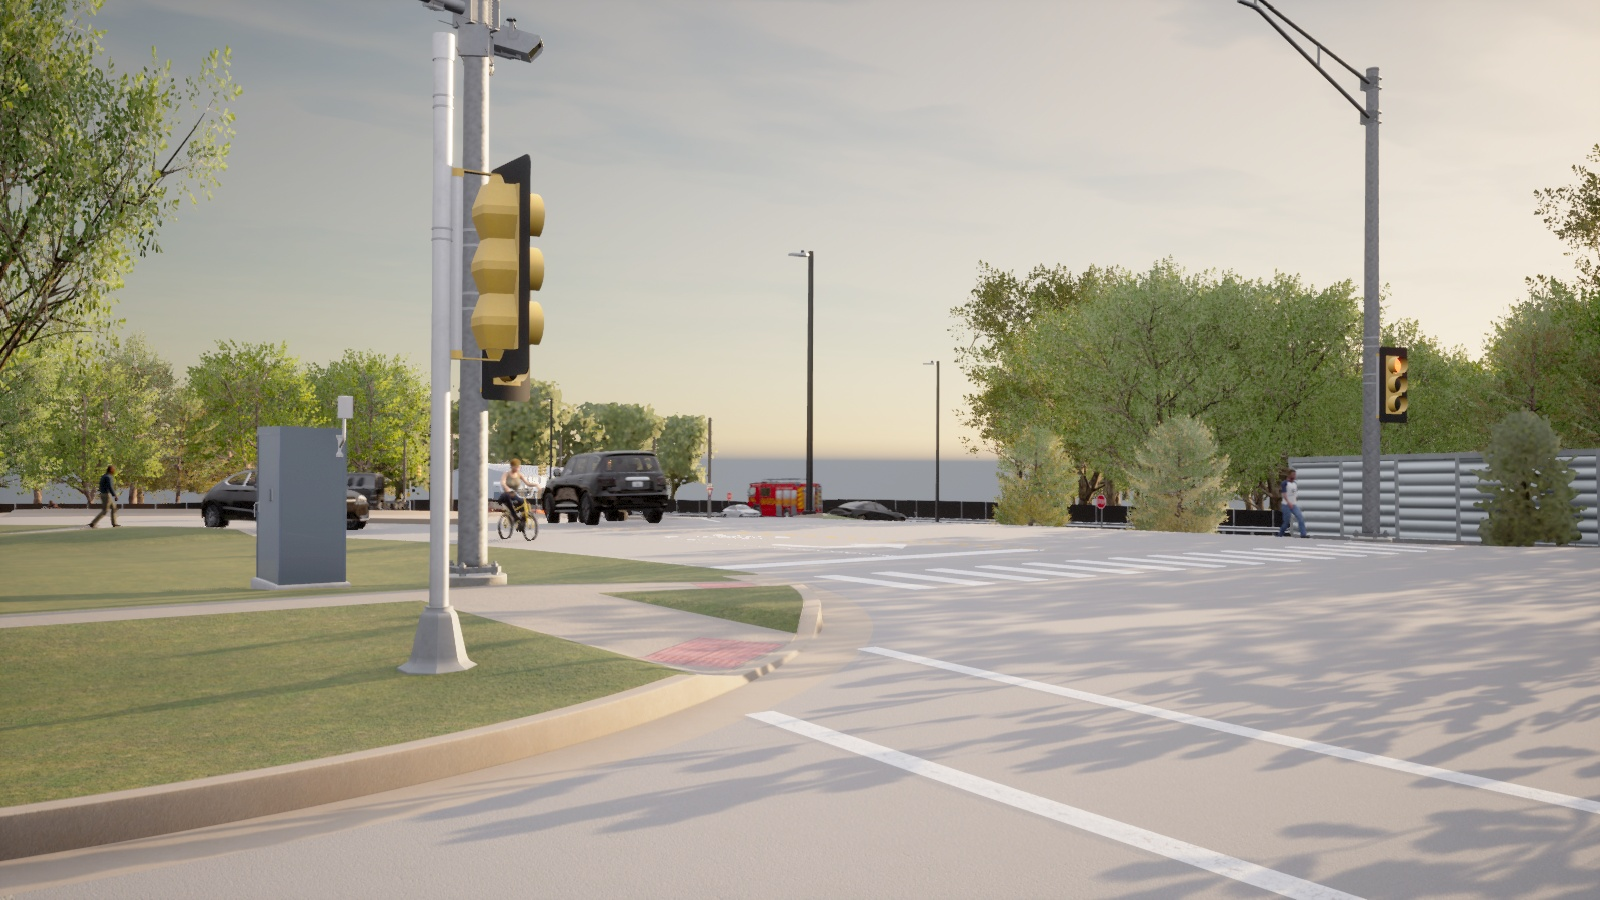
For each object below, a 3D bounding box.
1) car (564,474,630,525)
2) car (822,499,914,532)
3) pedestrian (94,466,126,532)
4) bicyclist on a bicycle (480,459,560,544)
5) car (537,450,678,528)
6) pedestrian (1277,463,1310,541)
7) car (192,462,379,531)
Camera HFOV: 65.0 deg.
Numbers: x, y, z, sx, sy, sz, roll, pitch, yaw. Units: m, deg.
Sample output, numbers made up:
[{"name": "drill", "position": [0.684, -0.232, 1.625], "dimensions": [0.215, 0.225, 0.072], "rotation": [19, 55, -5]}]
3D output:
[{"name": "car", "position": [-8.028, 2.013, 50.029], "dimensions": [1.905, 1.878, 3.866], "rotation": [-2, -4, 1]}, {"name": "car", "position": [3.654, 3.489, 66.663], "dimensions": [5.008, 1.535, 1.882], "rotation": [6, -6, -44]}, {"name": "pedestrian", "position": [-19.189, 1.353, 34.938], "dimensions": [0.726, 1.835, 0.370], "rotation": [0, 0, -36]}, {"name": "bicyclist on a bicycle", "position": [-5.474, 0.993, 24.503], "dimensions": [0.866, 1.612, 1.509], "rotation": [0, -2, -42]}, {"name": "car", "position": [-5.642, 1.114, 36.064], "dimensions": [2.150, 2.045, 5.566], "rotation": [-1, -2, -29]}, {"name": "pedestrian", "position": [11.848, 1.243, 30.171], "dimensions": [0.354, 1.836, 0.706], "rotation": [0, 0, -23]}, {"name": "car", "position": [-13.317, 1.186, 32.398], "dimensions": [5.027, 1.651, 2.152], "rotation": [-2, -1, 36]}]
